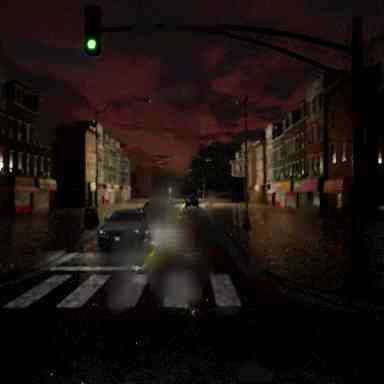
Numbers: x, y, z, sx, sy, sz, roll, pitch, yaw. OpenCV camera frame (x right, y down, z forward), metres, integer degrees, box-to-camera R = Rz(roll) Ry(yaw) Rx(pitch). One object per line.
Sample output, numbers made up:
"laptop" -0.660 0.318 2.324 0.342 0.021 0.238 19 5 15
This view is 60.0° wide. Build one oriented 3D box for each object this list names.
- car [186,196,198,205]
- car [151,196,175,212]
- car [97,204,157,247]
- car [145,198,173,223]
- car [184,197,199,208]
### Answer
"car" 0.008 1.467 55.699 1.994 1.385 4.181 0 0 0
"car" -2.837 1.432 35.498 2.128 1.511 4.902 0 0 0
"car" -2.849 1.506 15.012 1.812 1.442 4.674 0 0 0
"car" -2.848 1.449 25.317 2.128 1.511 4.902 0 0 0
"car" 0.006 1.418 45.282 1.837 1.490 4.892 0 0 0
